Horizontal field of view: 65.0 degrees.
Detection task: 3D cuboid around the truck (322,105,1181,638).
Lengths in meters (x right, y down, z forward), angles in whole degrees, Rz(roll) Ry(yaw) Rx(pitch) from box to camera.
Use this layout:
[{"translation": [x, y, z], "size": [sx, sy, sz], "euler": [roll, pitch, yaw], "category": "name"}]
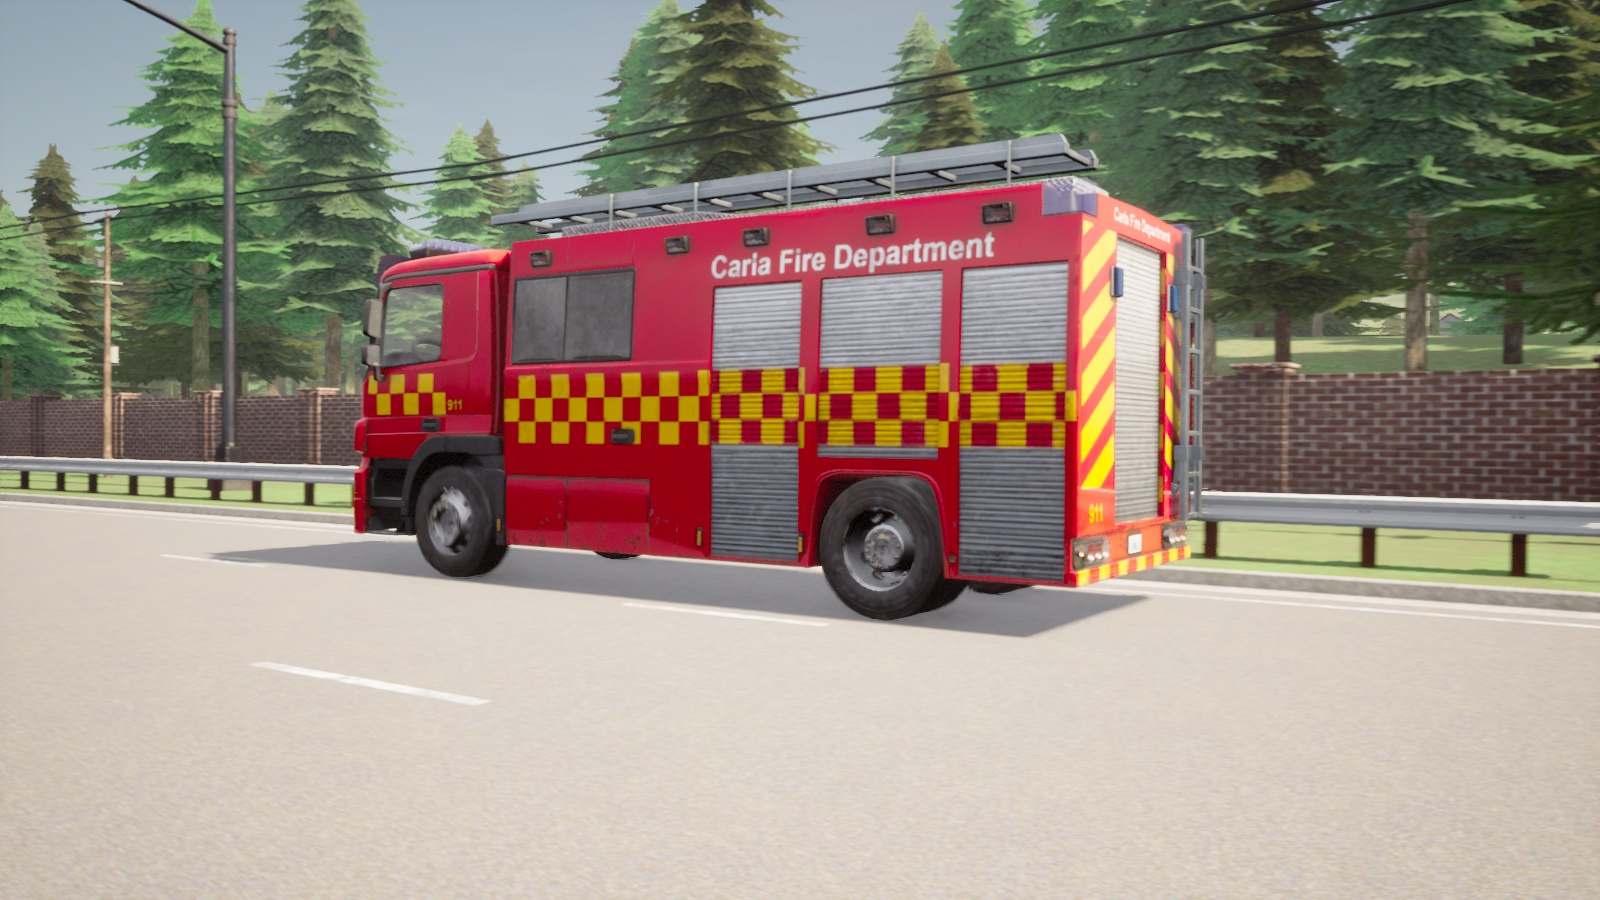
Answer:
[{"translation": [-0.868, -0.569, 12.577], "size": [8.468, 3.827, 2.891], "euler": [0, 1, 34], "category": "truck"}]
